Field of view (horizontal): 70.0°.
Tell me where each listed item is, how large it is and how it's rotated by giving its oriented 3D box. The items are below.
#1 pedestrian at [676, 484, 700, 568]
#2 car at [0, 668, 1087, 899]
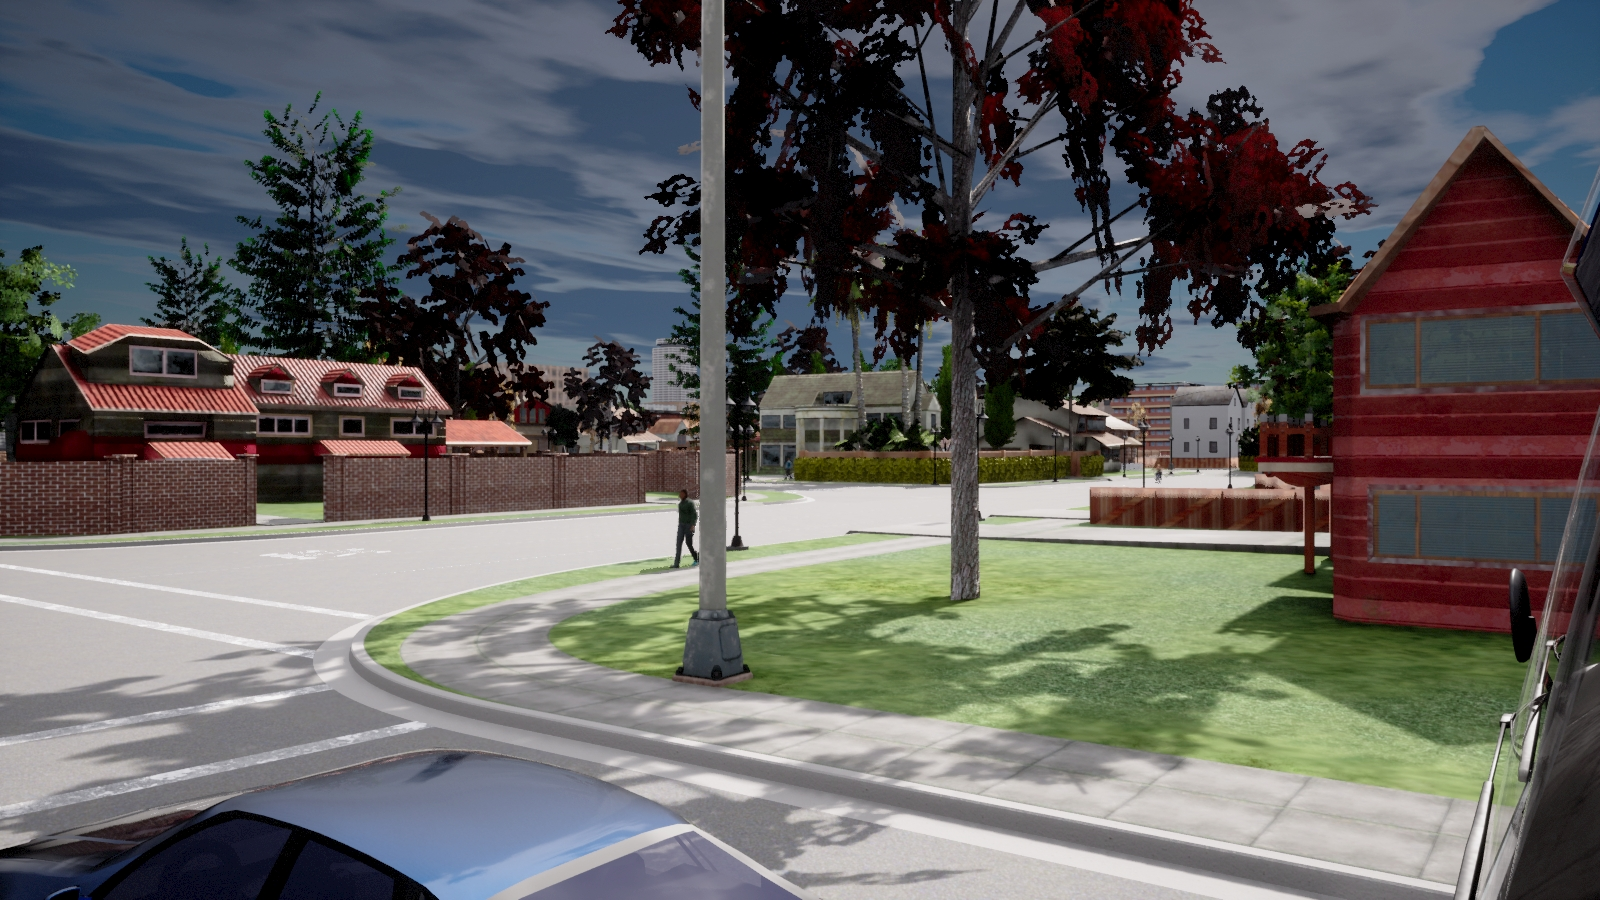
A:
[{"bbox_3d":[-2.522,1.704,25.657,0.375,1.860,0.375,0,0,35],"label":"pedestrian"},{"bbox_3d":[-1.713,2.106,4.943,5.357,1.411,2.033,0,0,36],"label":"car"}]
